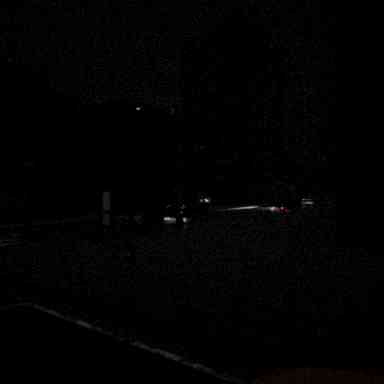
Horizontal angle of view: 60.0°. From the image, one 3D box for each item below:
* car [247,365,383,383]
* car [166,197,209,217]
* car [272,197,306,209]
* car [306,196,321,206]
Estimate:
[{"bbox_3d":[2.194,1.527,1.252,4.829,1.417,1.752,0,0,35],"label":"car"},{"bbox_3d":[-0.327,1.289,30.379,2.097,1.767,4.553,0,0,35],"label":"car"},{"bbox_3d":[12.870,1.377,44.001,2.128,1.511,4.902,0,0,36],"label":"car"},{"bbox_3d":[18.857,1.358,52.518,2.128,1.511,4.902,0,0,35],"label":"car"}]
